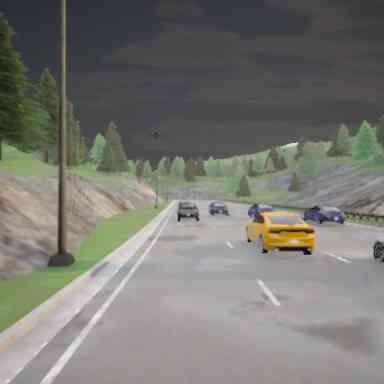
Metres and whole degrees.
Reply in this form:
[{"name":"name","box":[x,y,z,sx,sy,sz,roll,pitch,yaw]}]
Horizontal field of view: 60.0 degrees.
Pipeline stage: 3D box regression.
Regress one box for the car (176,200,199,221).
[{"name":"car","box":[-0.394,1.752,30.413,2.128,1.511,4.902,0,0,-2]}]

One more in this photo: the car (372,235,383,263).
[{"name":"car","box":[7.081,1.606,9.423,1.812,1.442,4.674,0,0,0]}]

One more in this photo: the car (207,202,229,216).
[{"name":"car","box":[2.891,1.839,36.786,1.812,1.442,4.674,0,0,-2]}]

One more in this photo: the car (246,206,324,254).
[{"name":"car","box":[3.536,1.598,14.094,1.882,1.535,5.008,0,0,-1]}]

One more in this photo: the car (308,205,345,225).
[{"name":"car","box":[10.269,1.748,26.132,1.812,1.442,4.674,0,0,-2]}]

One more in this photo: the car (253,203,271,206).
[{"name":"car","box":[6.586,1.793,31.463,1.812,1.442,4.674,0,0,-2]}]

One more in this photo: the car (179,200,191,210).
[{"name":"car","box":[-1.149,1.967,51.894,1.812,1.442,4.674,0,0,-2]}]
